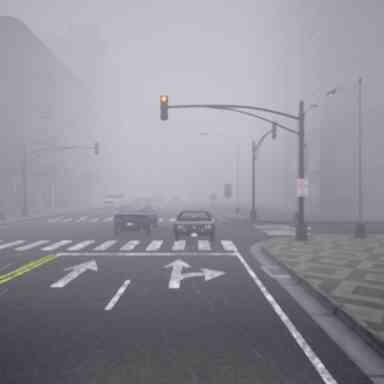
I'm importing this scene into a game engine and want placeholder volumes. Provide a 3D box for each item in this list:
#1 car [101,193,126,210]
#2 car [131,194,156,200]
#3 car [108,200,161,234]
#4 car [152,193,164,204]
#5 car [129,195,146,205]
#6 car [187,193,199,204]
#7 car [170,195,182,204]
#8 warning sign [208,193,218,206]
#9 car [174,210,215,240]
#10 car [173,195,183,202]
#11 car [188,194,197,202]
[{"bbox_3d":[-9.742,1.169,41.780,2.150,2.045,5.566,0,0,0],"label":"car"},{"bbox_3d":[-6.480,1.434,44.610,2.128,1.511,4.902,0,0,0],"label":"car"},{"bbox_3d":[-3.116,1.459,19.153,1.882,1.535,5.008,0,0,0],"label":"car"},{"bbox_3d":[-6.402,1.131,61.070,2.150,2.045,5.566,0,0,1],"label":"car"},{"bbox_3d":[-9.657,1.406,59.437,2.128,1.511,4.902,0,0,1],"label":"car"},{"bbox_3d":[0.204,1.129,62.741,2.150,2.045,5.566,0,0,0],"label":"car"},{"bbox_3d":[-3.046,1.412,62.959,1.837,1.490,4.892,0,0,1],"label":"car"},{"bbox_3d":[2.965,1.054,46.724,1.300,1.860,1.060,0,0,0],"label":"warning sign"},{"bbox_3d":[0.122,1.585,16.940,1.895,1.301,4.718,0,0,0],"label":"car"},{"bbox_3d":[-3.066,1.314,73.253,2.033,1.411,5.357,0,0,0],"label":"car"},{"bbox_3d":[0.184,1.252,73.244,1.882,1.535,5.008,0,0,0],"label":"car"}]
